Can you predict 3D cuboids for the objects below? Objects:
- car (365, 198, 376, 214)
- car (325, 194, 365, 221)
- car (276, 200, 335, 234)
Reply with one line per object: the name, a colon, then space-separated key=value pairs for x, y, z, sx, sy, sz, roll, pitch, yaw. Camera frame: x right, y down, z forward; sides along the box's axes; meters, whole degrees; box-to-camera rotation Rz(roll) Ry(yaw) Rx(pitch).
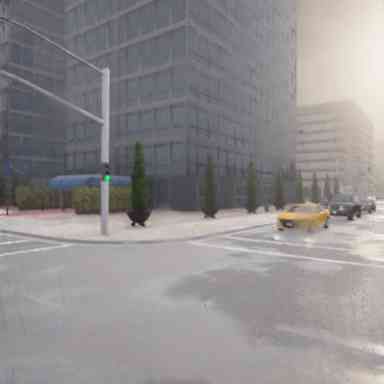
car: x=18.379 y=1.443 z=35.607 sx=2.128 sy=1.511 sz=4.902 roll=1 pitch=0 yaw=36
car: x=12.407 y=1.173 z=27.423 sx=2.150 sy=2.045 sz=5.566 roll=1 pitch=0 yaw=36
car: x=6.568 y=1.429 z=19.428 sx=1.882 sy=1.535 sz=5.008 roll=1 pitch=0 yaw=36
